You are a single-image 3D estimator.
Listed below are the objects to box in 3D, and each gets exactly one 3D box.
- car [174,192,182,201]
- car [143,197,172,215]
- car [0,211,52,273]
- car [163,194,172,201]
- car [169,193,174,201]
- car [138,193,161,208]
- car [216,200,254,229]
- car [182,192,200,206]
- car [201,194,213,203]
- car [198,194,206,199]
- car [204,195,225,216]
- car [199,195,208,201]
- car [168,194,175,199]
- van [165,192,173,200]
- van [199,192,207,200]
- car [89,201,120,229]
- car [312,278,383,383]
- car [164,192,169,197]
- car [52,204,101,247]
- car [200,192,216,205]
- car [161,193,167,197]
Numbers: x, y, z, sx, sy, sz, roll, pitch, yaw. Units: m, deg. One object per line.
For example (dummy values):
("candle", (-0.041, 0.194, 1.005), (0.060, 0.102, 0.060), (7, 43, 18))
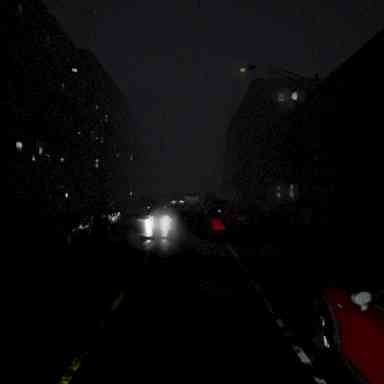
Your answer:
("car", (-3.005, 0.918, 72.761), (2.150, 2.045, 5.566), (0, 0, 0))
("car", (-3.101, 1.446, 31.509), (1.895, 1.301, 4.718), (0, 0, 0))
("car", (-5.684, 1.393, 8.929), (1.967, 1.590, 4.097), (0, 0, 0))
("car", (-5.691, 1.215, 77.039), (1.752, 1.417, 4.829), (0, 0, 0))
("car", (-5.689, 1.019, 71.517), (2.192, 1.841, 5.009), (0, 0, 0))
("car", (-5.687, 1.114, 43.066), (2.192, 1.841, 5.009), (0, 0, 0))
("car", (2.695, 1.421, 20.475), (1.752, 1.417, 4.829), (0, 0, 0))
("car", (0.008, 0.989, 50.925), (2.150, 2.045, 5.566), (0, 0, 0))
("car", (2.691, 1.180, 60.136), (1.967, 1.590, 4.097), (0, 0, 0))
("car", (2.688, 1.208, 88.586), (1.887, 1.381, 4.507), (0, 0, 0))
("car", (2.352, 1.352, 30.707), (1.837, 1.490, 4.892), (0, 0, 0))
("car", (2.689, 1.271, 77.207), (1.802, 1.307, 4.206), (0, 0, 0))
("car", (-5.692, 1.179, 94.107), (1.752, 1.417, 4.829), (0, 0, 0))
("van", (-5.690, 1.017, 82.896), (1.690, 1.788, 3.998), (0, 0, 0))
("van", (2.690, 1.017, 82.895), (1.690, 1.788, 3.998), (0, 0, 0))
("car", (-5.685, 1.336, 20.307), (1.967, 1.590, 4.097), (0, 0, 0))
("car", (2.697, 1.422, 3.236), (1.967, 1.590, 4.097), (0, 0, 0))
("car", (-5.689, 1.180, 60.139), (1.967, 1.590, 4.097), (0, 0, 0))
("car", (-5.686, 1.469, 14.619), (1.887, 1.381, 4.507), (0, 0, 0))
("car", (2.693, 1.093, 48.755), (2.192, 1.841, 5.009), (0, 0, 0))
("car", (-5.689, 1.310, 54.448), (2.008, 1.369, 4.403), (0, 0, 0))
